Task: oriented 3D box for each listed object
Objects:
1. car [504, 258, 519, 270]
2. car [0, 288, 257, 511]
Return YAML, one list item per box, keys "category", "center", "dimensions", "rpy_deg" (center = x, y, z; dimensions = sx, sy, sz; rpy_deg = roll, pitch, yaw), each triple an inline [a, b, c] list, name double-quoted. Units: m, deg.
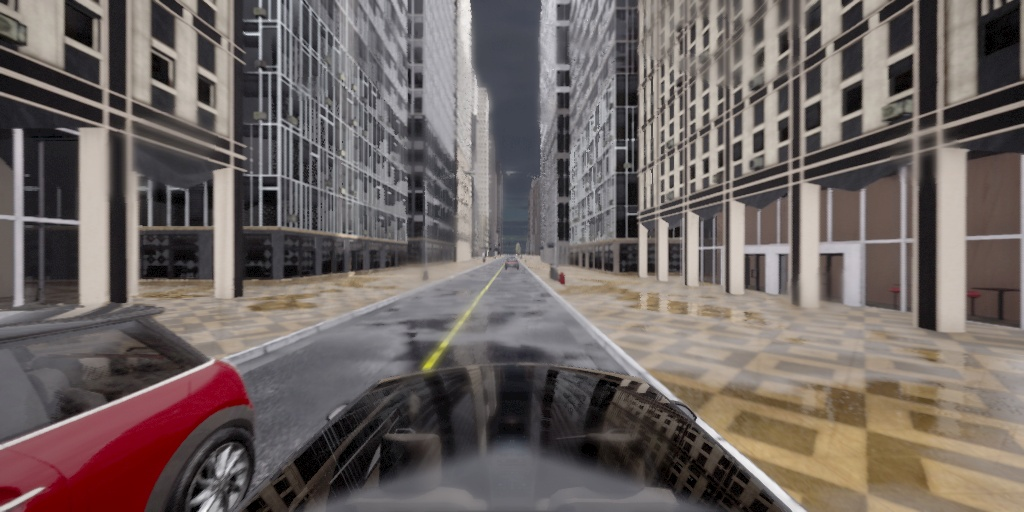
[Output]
- category: "car"
  center: [-0.007, 0.995, 47.095]
  dimensions: [2.128, 1.511, 4.902]
  rpy_deg: [0, 0, 0]
- category: "car"
  center: [-3.087, 1.105, 0.925]
  dimensions: [2.097, 1.767, 4.553]
  rpy_deg: [0, 0, 0]
